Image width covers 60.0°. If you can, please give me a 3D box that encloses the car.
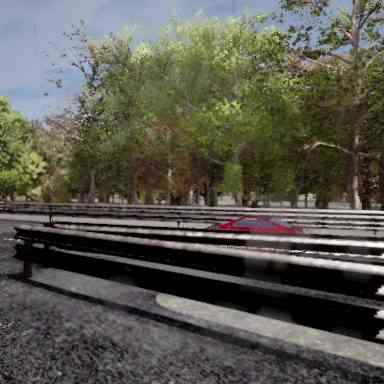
[{"bbox_3d":[2.184,1.586,12.848,4.181,1.385,1.994,0,0,23],"label":"car"}]
